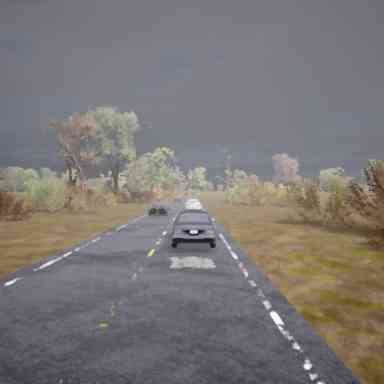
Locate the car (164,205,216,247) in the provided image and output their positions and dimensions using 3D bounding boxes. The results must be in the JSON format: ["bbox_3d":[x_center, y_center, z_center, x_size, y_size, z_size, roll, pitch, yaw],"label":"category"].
[{"bbox_3d":[0.076,1.552,15.083,2.033,1.411,5.357,0,0,0],"label":"car"}]

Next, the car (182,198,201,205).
[{"bbox_3d":[0.089,1.534,37.770,1.812,1.442,4.674,0,0,0],"label":"car"}]

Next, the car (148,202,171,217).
[{"bbox_3d":[-3.102,1.609,32.057,1.895,1.301,4.718,0,0,0],"label":"car"}]

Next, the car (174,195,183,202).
[{"bbox_3d":[-3.011,1.448,72.707,1.882,1.535,5.008,0,0,0],"label":"car"}]
